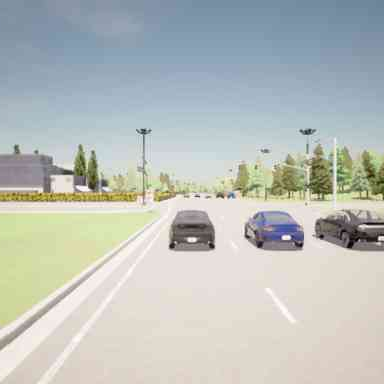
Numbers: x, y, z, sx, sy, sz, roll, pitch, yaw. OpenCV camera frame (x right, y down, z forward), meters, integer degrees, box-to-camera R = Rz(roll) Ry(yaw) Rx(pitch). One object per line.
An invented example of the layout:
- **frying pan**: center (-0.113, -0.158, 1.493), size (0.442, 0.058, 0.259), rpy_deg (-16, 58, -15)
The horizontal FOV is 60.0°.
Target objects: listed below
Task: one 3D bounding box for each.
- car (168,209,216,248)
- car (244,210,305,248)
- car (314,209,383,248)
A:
- **car**: center (0.000, 1.513, 14.650), size (1.837, 1.490, 4.892), rpy_deg (0, 0, 0)
- **car**: center (3.500, 1.530, 14.650), size (1.812, 1.442, 4.674), rpy_deg (0, 0, 0)
- **car**: center (7.000, 1.492, 14.650), size (2.128, 1.511, 4.902), rpy_deg (0, 0, 0)
